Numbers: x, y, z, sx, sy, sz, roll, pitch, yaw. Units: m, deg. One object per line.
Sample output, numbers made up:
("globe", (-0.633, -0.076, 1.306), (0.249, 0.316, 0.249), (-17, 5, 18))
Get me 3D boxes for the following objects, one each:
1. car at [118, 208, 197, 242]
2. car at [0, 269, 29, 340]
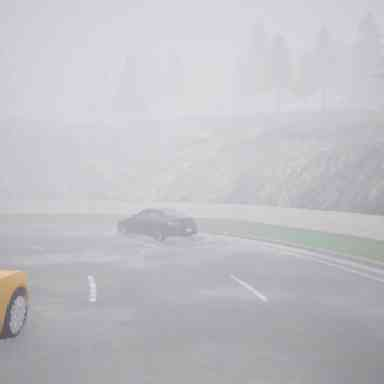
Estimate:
("car", (-1.756, 1.481, 16.132), (1.812, 1.442, 4.674), (0, 0, -44))
("car", (-3.531, 1.468, 3.471), (1.882, 1.535, 5.008), (0, 0, -2))
